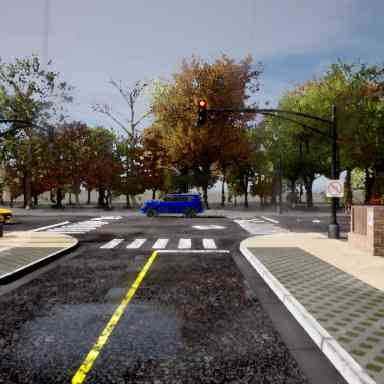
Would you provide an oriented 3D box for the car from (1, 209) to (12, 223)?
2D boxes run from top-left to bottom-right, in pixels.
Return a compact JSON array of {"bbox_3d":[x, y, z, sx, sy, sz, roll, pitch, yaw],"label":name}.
[{"bbox_3d":[-15.084,1.423,22.922,5.008,1.535,1.882,0,0,0],"label":"car"}]

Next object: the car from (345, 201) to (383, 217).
[{"bbox_3d":[16.241,1.546,29.594,5.008,1.535,1.882,1,0,0],"label":"car"}]

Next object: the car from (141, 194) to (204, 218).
[{"bbox_3d":[-1.686,1.228,29.609,5.566,2.045,2.150,0,0,0],"label":"car"}]
